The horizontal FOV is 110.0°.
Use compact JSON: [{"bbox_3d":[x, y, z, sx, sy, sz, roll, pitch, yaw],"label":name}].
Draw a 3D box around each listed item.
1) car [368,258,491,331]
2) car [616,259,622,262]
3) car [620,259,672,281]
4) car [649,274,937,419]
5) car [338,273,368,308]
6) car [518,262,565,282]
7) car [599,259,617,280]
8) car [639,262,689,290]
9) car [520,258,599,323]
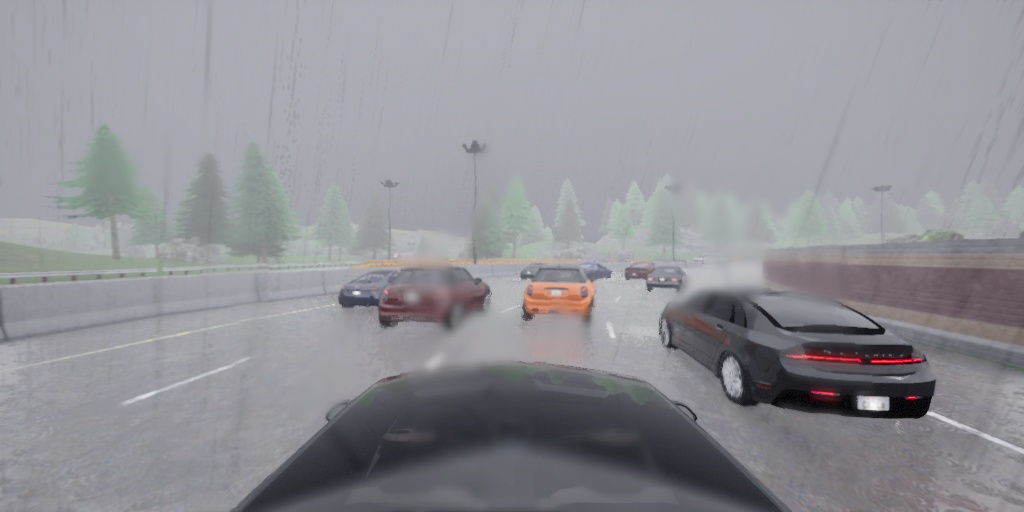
[{"bbox_3d":[-2.110,1.069,11.141,2.097,1.767,4.553,0,0,11],"label":"car"},{"bbox_3d":[16.244,1.185,54.358,4.181,1.385,1.994,0,0,-25],"label":"car"},{"bbox_3d":[10.845,1.228,28.887,1.882,1.535,5.008,0,0,41],"label":"car"},{"bbox_3d":[4.042,1.271,6.160,1.837,1.490,4.892,0,1,6],"label":"car"},{"bbox_3d":[-4.889,1.259,14.450,1.994,1.385,4.181,0,0,15],"label":"car"},{"bbox_3d":[2.480,1.264,29.549,1.994,1.385,4.181,0,0,36],"label":"car"},{"bbox_3d":[6.515,1.250,29.166,1.812,1.442,4.674,0,0,38],"label":"car"},{"bbox_3d":[9.295,1.309,21.189,2.033,1.411,5.357,0,0,32],"label":"car"},{"bbox_3d":[1.801,1.090,12.399,2.097,1.767,4.553,0,0,14],"label":"car"}]
